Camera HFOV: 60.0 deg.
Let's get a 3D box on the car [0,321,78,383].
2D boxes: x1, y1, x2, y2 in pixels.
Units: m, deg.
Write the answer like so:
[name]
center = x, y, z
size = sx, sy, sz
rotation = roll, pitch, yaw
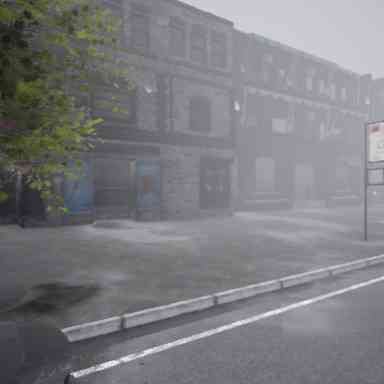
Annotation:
[car]
center = -2.942, 1.504, 1.280
size = 4.892, 1.490, 1.837
rotation = 0, 0, -36
